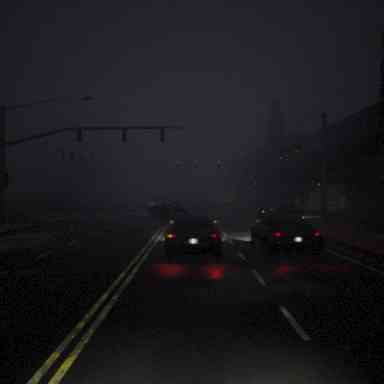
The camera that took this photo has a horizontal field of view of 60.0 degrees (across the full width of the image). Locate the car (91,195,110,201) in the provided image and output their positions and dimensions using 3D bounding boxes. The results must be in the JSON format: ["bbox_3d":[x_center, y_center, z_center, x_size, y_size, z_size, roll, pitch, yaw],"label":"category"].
[{"bbox_3d":[-21.444,1.355,77.796,3.806,1.475,1.970,0,0,0],"label":"car"}]

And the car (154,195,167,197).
[{"bbox_3d":[-6.826,1.443,67.187,1.882,1.535,5.008,0,0,2],"label":"car"}]

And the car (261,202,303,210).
[{"bbox_3d":[7.507,1.549,28.001,4.181,1.385,1.994,0,-1,-32],"label":"car"}]

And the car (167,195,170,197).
[{"bbox_3d":[-6.418,1.446,82.729,2.128,1.511,4.902,0,0,1],"label":"car"}]

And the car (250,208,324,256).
[{"bbox_3d":[3.557,1.556,13.089,1.994,1.385,4.181,0,0,0],"label":"car"}]

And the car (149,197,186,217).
[{"bbox_3d":[-2.183,1.477,28.565,2.128,1.511,4.902,0,0,-28],"label":"car"}]

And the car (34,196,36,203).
[{"bbox_3d":[-38.911,1.324,77.784,3.905,1.438,1.784,0,0,0],"label":"car"}]

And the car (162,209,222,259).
[{"bbox_3d":[0.055,1.555,12.651,1.994,1.385,4.181,0,0,0],"label":"car"}]

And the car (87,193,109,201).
[{"bbox_3d":[-21.456,1.118,74.901,3.866,1.878,1.905,0,0,0],"label":"car"}]

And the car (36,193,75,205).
[{"bbox_3d":[-21.482,1.126,52.383,4.605,1.855,1.932,0,0,0],"label":"car"}]

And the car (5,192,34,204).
[{"bbox_3d":[-38.976,1.115,74.887,4.605,1.855,1.932,0,0,0],"label":"car"}]
